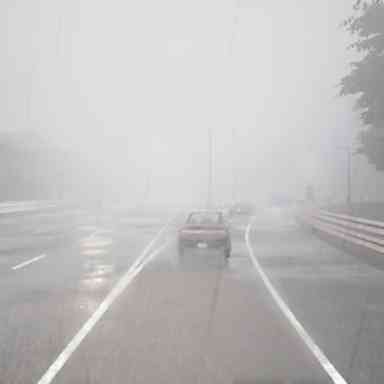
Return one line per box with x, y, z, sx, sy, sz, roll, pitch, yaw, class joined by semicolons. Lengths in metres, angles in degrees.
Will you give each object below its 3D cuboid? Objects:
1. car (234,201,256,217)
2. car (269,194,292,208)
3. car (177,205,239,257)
4.896;1.578;31.958;1.994;1.385;4.181;0;0;19;car
13.087;1.244;49.058;2.150;2.045;5.566;0;0;32;car
0.607;1.496;13.038;2.128;1.511;4.902;0;0;7;car
